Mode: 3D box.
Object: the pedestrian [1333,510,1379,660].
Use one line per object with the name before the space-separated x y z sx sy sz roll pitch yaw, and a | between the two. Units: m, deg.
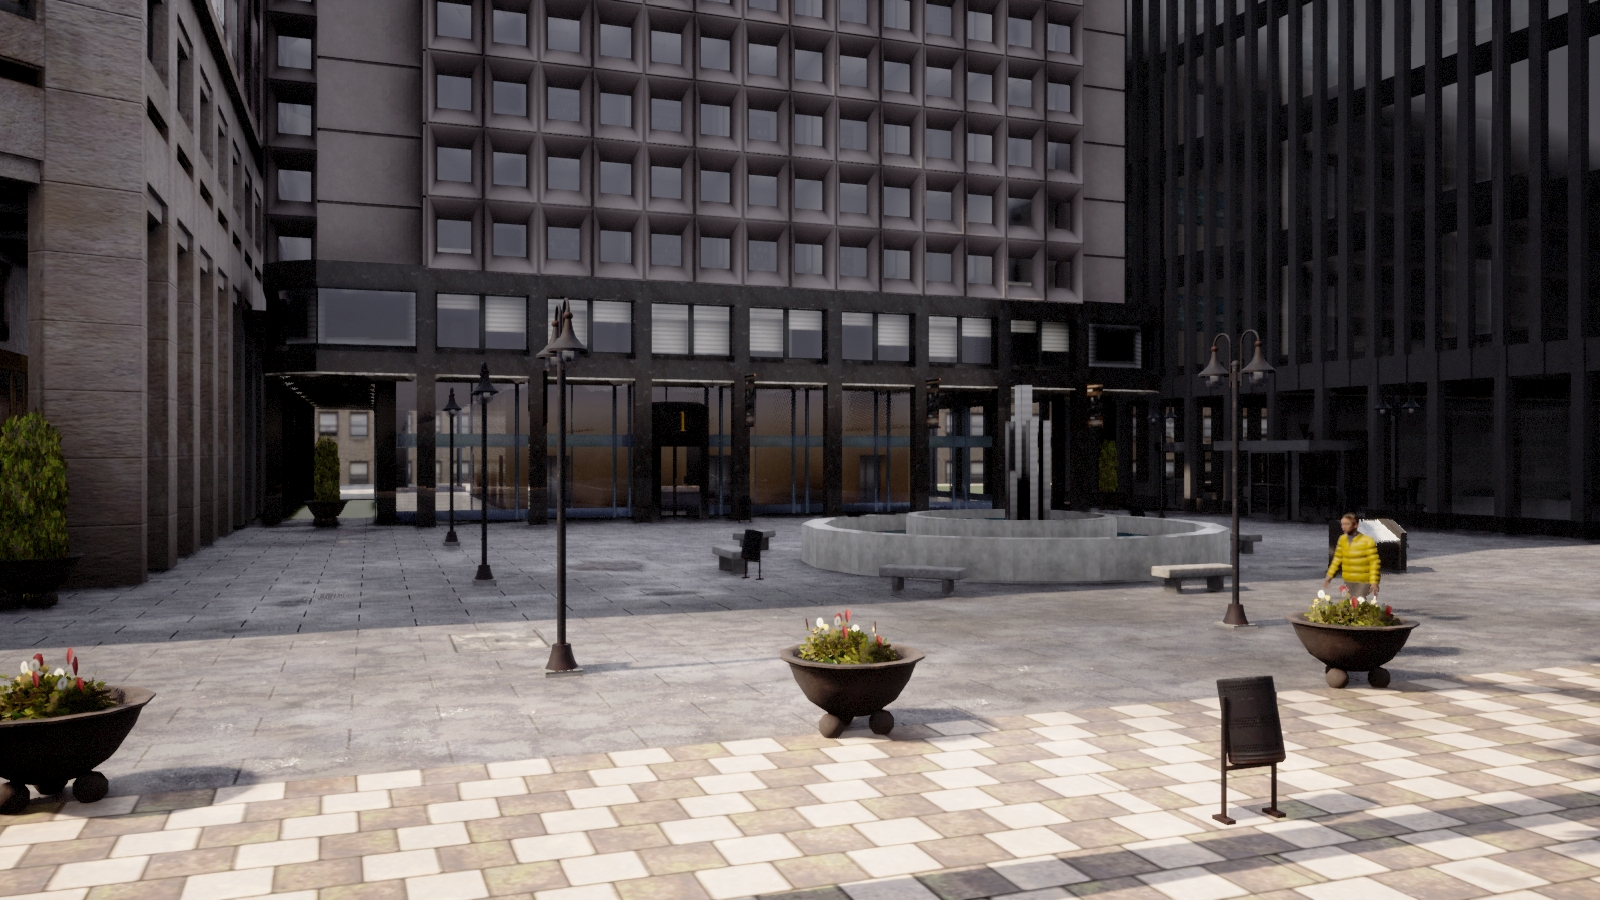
pedestrian | 7.088 1.702 14.561 0.375 1.860 0.375 0 0 -20
